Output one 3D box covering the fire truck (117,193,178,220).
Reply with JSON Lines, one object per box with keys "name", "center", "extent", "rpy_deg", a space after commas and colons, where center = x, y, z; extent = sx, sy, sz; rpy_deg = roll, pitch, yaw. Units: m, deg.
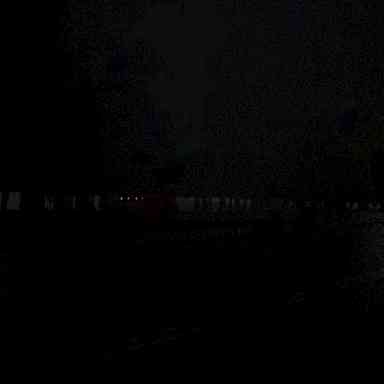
{"name": "fire truck", "center": [-6.416, 2.099, 48.367], "extent": [8.468, 3.827, 2.891], "rpy_deg": [-2, -1, 9]}
